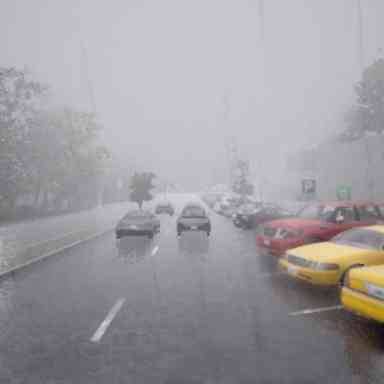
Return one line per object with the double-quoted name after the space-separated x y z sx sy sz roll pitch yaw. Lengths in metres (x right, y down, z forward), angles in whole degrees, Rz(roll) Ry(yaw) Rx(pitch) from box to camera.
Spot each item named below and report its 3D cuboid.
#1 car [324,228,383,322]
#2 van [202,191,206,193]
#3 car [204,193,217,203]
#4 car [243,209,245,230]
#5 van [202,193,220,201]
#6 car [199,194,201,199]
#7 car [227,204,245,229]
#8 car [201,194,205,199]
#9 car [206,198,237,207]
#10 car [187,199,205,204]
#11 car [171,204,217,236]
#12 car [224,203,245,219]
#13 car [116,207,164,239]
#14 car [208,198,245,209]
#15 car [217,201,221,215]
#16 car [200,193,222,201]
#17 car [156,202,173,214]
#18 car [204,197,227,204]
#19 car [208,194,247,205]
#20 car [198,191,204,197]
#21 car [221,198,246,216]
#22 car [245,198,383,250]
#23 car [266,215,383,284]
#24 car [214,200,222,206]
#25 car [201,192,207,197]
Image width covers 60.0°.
5.243 1.535 5.913 5.366 1.575 1.946 1 -1 -20 "car"
5.175 1.448 77.903 4.442 1.987 1.878 1 0 -20 "van"
5.044 1.570 44.856 5.566 2.045 2.435 1 0 -20 "car"
5.043 1.651 14.834 4.792 1.488 2.163 1 0 -20 "car"
4.958 1.401 86.764 4.442 1.987 1.878 1 1 -20 "van"
5.058 1.659 80.843 4.892 1.521 2.231 1 0 -20 "car"
5.062 1.689 20.850 5.008 1.535 2.097 1 -1 -20 "car"
5.039 1.746 68.878 4.792 1.488 2.163 1 1 -20 "car"
5.040 1.806 56.872 4.792 1.488 2.163 1 1 -20 "car"
0.097 1.823 36.050 1.837 1.490 4.892 0 0 0 "car"
0.098 1.682 19.839 2.128 1.511 4.902 0 -1 0 "car"
5.071 1.759 23.850 4.674 1.452 2.002 1 0 -20 "car"
-2.902 1.741 18.577 1.994 1.385 4.181 0 -1 0 "car"
5.238 1.803 50.949 5.366 1.575 1.946 1 0 -20 "car"
5.071 1.815 29.850 4.674 1.452 2.002 1 0 -20 "car"
5.092 1.361 89.807 5.566 2.045 2.435 1 0 -20 "car"
-2.903 1.823 36.096 1.837 1.490 4.892 0 0 0 "car"
5.060 1.742 71.897 4.674 1.452 2.002 1 0 -20 "car"
5.096 1.554 35.875 5.566 2.045 2.435 1 0 -20 "car"
5.042 1.391 83.810 5.566 2.045 2.435 1 1 -20 "car"
5.100 1.622 26.862 4.553 1.767 2.185 1 0 -20 "car"
5.049 1.340 11.833 5.566 2.045 2.435 1 0 -20 "car"
4.895 1.555 8.779 5.366 1.575 1.946 1 0 -20 "car"
5.093 1.820 32.875 4.792 1.488 2.163 1 -1 -20 "car"
5.036 1.561 74.868 4.553 1.767 2.185 1 0 -20 "car"
